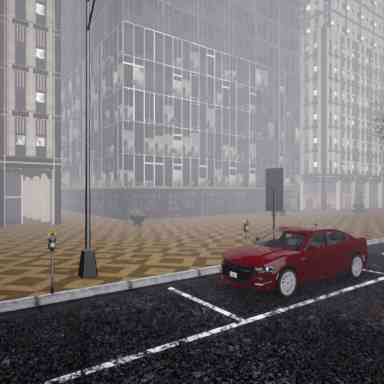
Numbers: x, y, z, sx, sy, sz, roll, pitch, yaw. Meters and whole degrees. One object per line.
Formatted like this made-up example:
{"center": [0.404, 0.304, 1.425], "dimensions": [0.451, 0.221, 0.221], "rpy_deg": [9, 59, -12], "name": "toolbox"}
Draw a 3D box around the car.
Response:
{"center": [2.724, 1.545, 8.515], "dimensions": [4.507, 1.381, 1.887], "rpy_deg": [0, 0, -36], "name": "car"}
